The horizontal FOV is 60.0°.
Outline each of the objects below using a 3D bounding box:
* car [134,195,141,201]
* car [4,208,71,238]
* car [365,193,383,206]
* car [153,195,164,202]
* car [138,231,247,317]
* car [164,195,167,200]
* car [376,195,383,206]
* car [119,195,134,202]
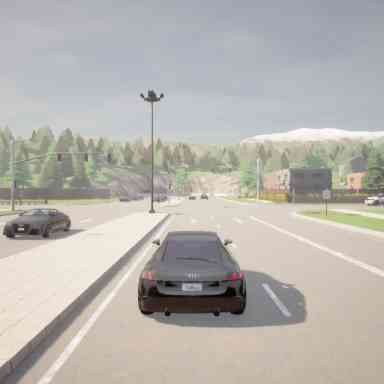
[{"bbox_3d":[-14.958,1.500,84.961,1.837,1.490,4.892,0,0,0],"label":"car"},{"bbox_3d":[-8.013,1.564,17.625,1.994,1.385,4.181,0,0,1],"label":"car"},{"bbox_3d":[30.939,1.221,53.563,5.566,2.045,2.150,0,0,0],"label":"car"},{"bbox_3d":[-7.964,1.524,74.216,1.812,1.442,4.674,0,0,0],"label":"car"},{"bbox_3d":[0.003,1.563,7.579,1.994,1.385,4.181,0,0,0],"label":"car"},{"bbox_3d":[-7.959,1.524,83.826,1.812,1.442,4.674,0,0,0],"label":"car"},{"bbox_3d":[31.283,1.547,50.079,5.357,1.411,2.033,0,0,0],"label":"car"},{"bbox_3d":[-14.964,1.540,74.580,2.033,1.411,5.357,0,0,0],"label":"car"}]
